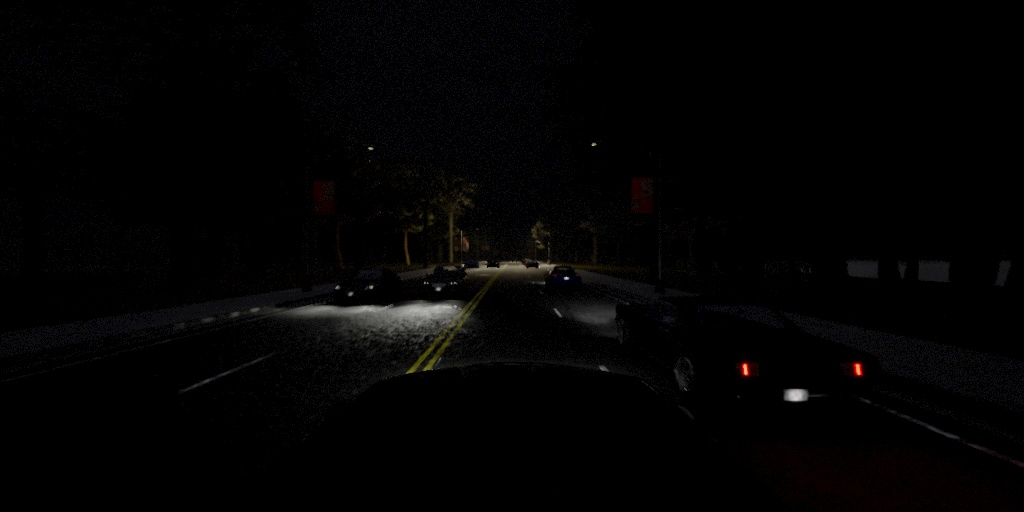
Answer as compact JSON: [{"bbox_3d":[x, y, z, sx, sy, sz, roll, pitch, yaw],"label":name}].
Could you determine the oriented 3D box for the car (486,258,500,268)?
[{"bbox_3d":[-3.168,1.159,60.832,2.097,1.767,4.553,0,0,1],"label":"car"}]

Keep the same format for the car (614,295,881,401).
[{"bbox_3d":[3.347,1.352,6.443,1.895,1.301,4.718,0,0,0],"label":"car"}]

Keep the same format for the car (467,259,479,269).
[{"bbox_3d":[-6.455,1.281,58.128,1.882,1.535,5.008,0,0,1],"label":"car"}]

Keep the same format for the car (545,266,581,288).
[{"bbox_3d":[3.330,1.327,23.877,1.994,1.385,4.181,0,0,0],"label":"car"}]

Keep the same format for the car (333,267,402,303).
[{"bbox_3d":[-6.613,1.285,17.025,1.812,1.442,4.674,0,0,0],"label":"car"}]

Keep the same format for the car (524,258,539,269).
[{"bbox_3d":[3.351,1.404,59.049,1.895,1.301,4.718,0,0,0],"label":"car"}]

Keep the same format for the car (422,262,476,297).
[{"bbox_3d":[-3.363,1.252,18.846,2.128,1.511,4.902,0,0,0],"label":"car"}]
